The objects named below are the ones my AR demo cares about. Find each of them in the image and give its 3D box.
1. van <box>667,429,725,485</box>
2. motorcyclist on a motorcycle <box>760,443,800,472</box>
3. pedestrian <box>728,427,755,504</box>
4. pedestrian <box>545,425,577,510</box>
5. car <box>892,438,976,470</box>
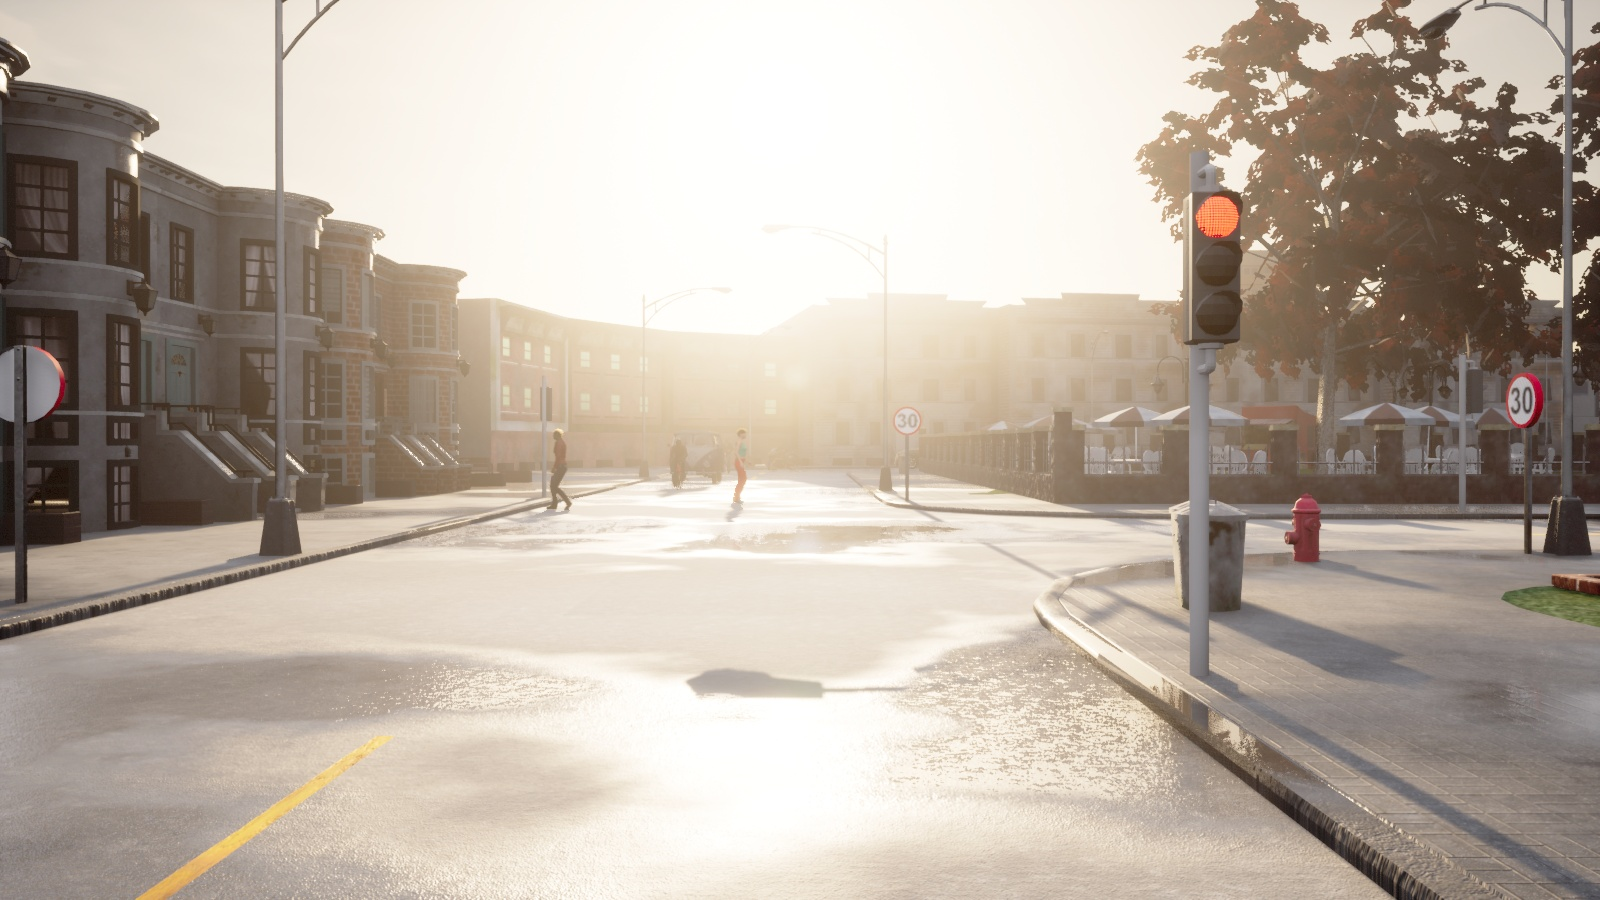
[{"bbox_3d":[-3.846,0.230,47.095,1.775,1.987,4.442,0,0,0],"label":"van"},{"bbox_3d":[-1.061,0.399,67.924,0.866,1.530,2.191,2,2,44],"label":"motorcyclist on a motorcycle"},{"bbox_3d":[-1.414,0.370,30.203,0.594,1.836,0.345,0,0,7],"label":"pedestrian"},{"bbox_3d":[-5.235,0.376,27.540,0.636,1.846,0.331,0,0,-1],"label":"pedestrian"},{"bbox_3d":[7.617,0.208,71.536,4.553,1.767,2.097,0,0,0],"label":"car"}]
